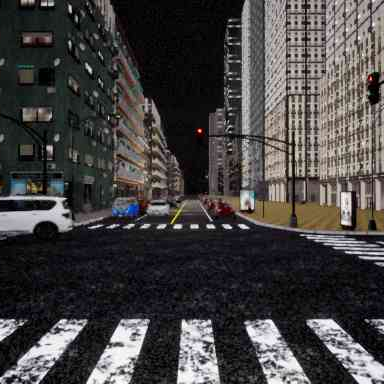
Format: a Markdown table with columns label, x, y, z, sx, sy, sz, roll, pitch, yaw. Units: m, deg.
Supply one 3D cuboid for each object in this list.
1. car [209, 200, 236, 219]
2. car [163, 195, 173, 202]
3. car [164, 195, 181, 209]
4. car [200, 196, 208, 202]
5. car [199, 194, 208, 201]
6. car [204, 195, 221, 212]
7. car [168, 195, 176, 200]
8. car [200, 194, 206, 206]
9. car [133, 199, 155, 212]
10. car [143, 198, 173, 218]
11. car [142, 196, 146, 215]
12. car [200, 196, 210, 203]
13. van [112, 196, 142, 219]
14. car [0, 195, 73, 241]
| label | x | y | z | sx | sy | sz | roll | pitch | yaw |
| --- | --- | --- | --- | --- | --- | --- | --- | --- | --- |
| car | 2.731 | 1.591 | 28.458 | 1.802 | 1.307 | 4.206 | 0 | 0 | 0 |
| car | -5.589 | 1.491 | 78.218 | 1.967 | 1.590 | 4.097 | 0 | 0 | 0 |
| car | -3.039 | 1.568 | 47.206 | 2.033 | 1.411 | 5.357 | 0 | 0 | 0 |
| car | 2.791 | 1.633 | 78.207 | 1.802 | 1.307 | 4.206 | 0 | 0 | 0 |
| car | 2.799 | 1.373 | 83.735 | 2.192 | 1.841 | 5.009 | 0 | 0 | 0 |
| car | 2.745 | 1.455 | 39.514 | 1.967 | 1.590 | 4.097 | 0 | 0 | 0 |
| car | -5.570 | 1.639 | 94.801 | 1.947 | 1.339 | 4.313 | 0 | 0 | 0 |
| car | 2.765 | 1.467 | 56.097 | 1.967 | 1.590 | 4.097 | 0 | 0 | 0 |
| car | -5.636 | 1.560 | 39.525 | 1.887 | 1.381 | 4.507 | 0 | 0 | 0 |
| car | -3.059 | 1.536 | 30.937 | 1.812 | 1.442 | 4.674 | 0 | 0 | 0 |
| car | -5.641 | 1.327 | 33.997 | 2.192 | 1.841 | 5.009 | 0 | 0 | 0 |
| car | 2.784 | 1.590 | 72.679 | 1.887 | 1.381 | 4.507 | 0 | 0 | 0 |
| van | -5.648 | 1.351 | 28.469 | 1.690 | 1.788 | 3.998 | 0 | 0 | 0 |
| car | -8.433 | 1.189 | 15.278 | 5.566 | 2.045 | 2.150 | 1 | 1 | -27 |
